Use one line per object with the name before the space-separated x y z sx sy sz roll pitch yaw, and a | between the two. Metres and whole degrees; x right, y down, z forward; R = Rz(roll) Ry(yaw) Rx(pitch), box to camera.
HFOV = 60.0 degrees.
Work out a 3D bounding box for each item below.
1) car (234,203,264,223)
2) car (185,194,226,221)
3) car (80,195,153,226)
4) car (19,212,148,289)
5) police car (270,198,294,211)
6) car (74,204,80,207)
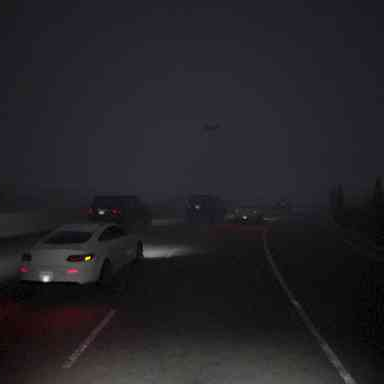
car | 4.343 1.527 25.251 1.812 1.442 4.674 0 0 17
car | 1.240 1.213 27.122 2.150 2.045 5.566 0 0 18
car | -4.260 1.199 20.537 2.150 2.045 5.566 0 0 13
car | -2.713 1.513 9.056 1.812 1.442 4.674 0 0 6
police car | 11.064 1.523 40.770 2.038 1.542 4.974 0 0 28
car | -10.514 1.499 36.336 2.033 1.411 5.357 0 0 21
